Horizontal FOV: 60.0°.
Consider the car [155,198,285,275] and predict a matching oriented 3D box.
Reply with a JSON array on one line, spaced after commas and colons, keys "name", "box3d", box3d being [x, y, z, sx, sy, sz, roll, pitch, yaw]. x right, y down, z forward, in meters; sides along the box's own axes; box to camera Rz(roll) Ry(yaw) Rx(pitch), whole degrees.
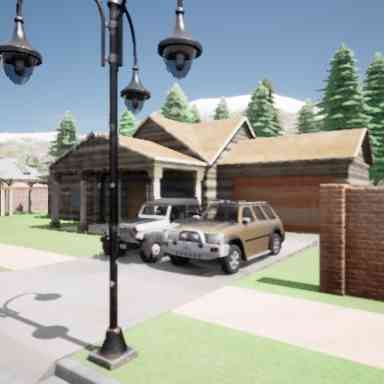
[{"name": "car", "box3d": [1.203, 1.173, 10.183, 1.932, 1.855, 4.605, 0, 0, 35]}]

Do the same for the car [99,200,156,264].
[{"name": "car", "box3d": [-1.073, 1.175, 11.321, 1.905, 1.878, 3.866, 0, 0, 35]}]
